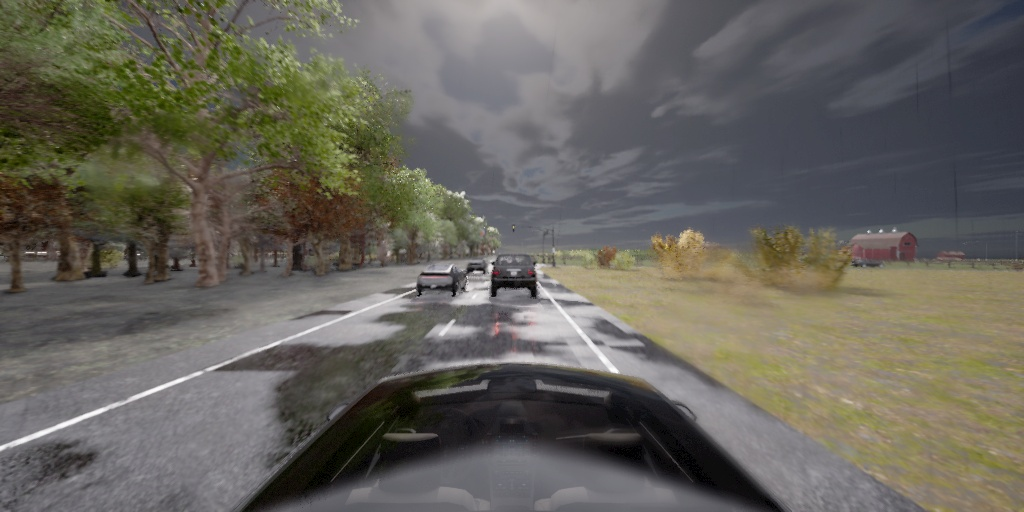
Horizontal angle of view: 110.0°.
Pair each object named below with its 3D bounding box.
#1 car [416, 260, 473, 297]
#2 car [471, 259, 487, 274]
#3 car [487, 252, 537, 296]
[{"bbox_3d":[-3.415,1.122,18.050,2.128,1.511,4.902,0,0,0],"label":"car"},{"bbox_3d":[-3.409,1.000,36.006,1.837,1.490,4.892,0,0,0],"label":"car"},{"bbox_3d":[0.089,0.848,18.390,2.150,2.045,5.566,0,0,0],"label":"car"}]
